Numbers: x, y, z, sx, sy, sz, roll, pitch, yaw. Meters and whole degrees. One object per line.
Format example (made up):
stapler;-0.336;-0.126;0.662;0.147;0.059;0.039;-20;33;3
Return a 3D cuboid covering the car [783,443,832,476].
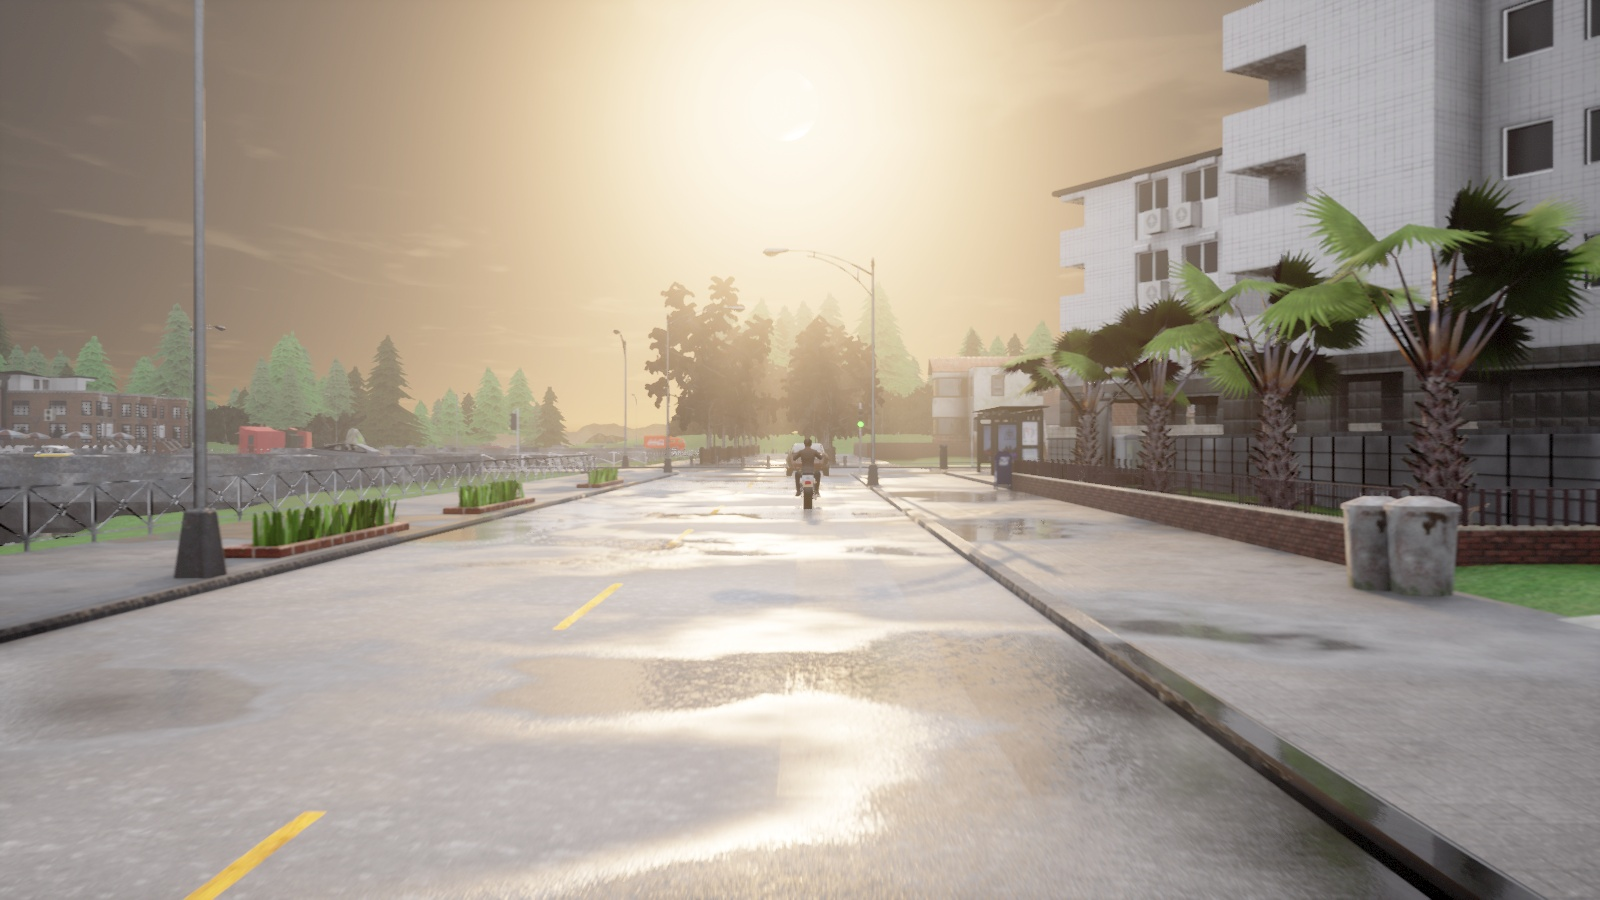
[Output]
car;0.366;0.418;58.357;2.163;1.488;4.792;0;0;1

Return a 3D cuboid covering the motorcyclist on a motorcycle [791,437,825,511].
motorcyclist on a motorcycle;0.183;0.533;29.147;0.766;1.649;2.350;0;0;0

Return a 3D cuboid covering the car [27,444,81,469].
car;-42.370;0.365;71.341;2.207;1.376;1.481;0;0;0

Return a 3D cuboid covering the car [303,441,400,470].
car;-23.999;0.295;67.283;4.514;1.525;2.007;0;0;2
